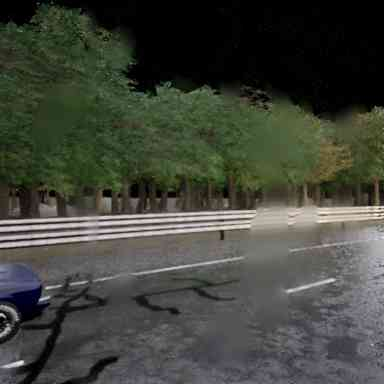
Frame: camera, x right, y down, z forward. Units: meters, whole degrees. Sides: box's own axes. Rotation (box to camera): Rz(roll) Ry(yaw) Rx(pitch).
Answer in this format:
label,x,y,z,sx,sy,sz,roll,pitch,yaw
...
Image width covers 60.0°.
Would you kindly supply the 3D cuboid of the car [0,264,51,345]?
label,x,y,z,sx,sy,sz,roll,pitch,yaw
car,-4.619,1.626,4.683,4.718,1.301,1.895,0,0,-36
